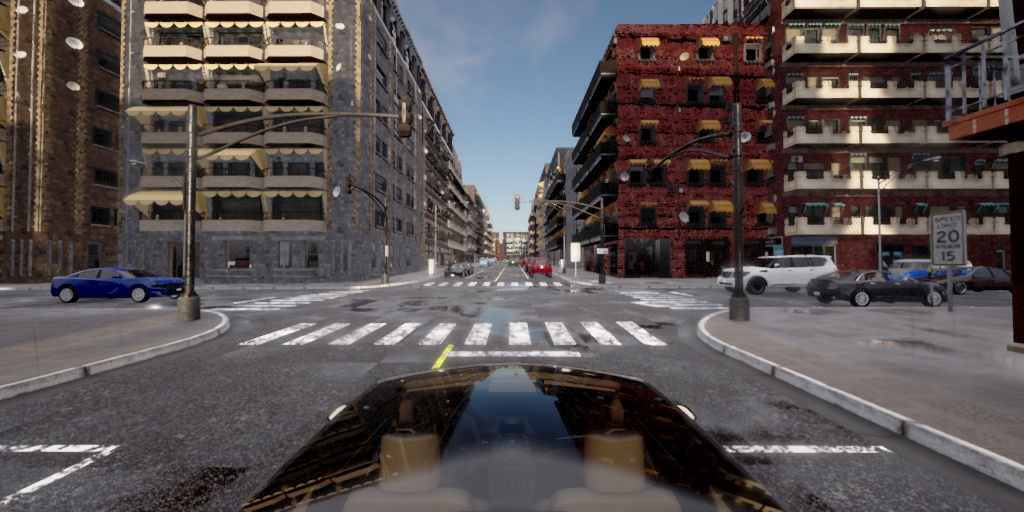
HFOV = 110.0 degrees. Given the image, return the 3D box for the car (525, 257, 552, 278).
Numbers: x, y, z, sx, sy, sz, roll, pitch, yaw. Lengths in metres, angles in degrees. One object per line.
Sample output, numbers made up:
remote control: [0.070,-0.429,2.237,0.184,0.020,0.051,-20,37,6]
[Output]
car: [2.637,1.073,33.928,2.192,1.841,5.009,0,0,0]

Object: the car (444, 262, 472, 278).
car: [-5.244,1.324,33.900,1.948,1.339,4.313,0,0,0]

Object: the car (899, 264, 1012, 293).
car: [24.318,1.269,18.989,5.357,1.411,2.033,0,-1,0]

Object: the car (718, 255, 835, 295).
car: [14.066,0.967,19.046,5.566,2.045,2.150,0,-1,0]

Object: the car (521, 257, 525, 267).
car: [2.661,1.081,45.051,2.192,1.841,5.009,0,0,0]

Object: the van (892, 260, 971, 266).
van: [24.946,1.112,21.438,3.998,1.789,1.690,0,0,0]

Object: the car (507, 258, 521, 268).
car: [0.233,1.171,64.447,2.097,1.767,4.553,0,0,0]

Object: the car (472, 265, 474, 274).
car: [-5.232,1.327,39.461,1.948,1.339,4.313,0,0,0]

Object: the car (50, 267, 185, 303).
car: [-17.582,1.253,16.241,5.008,1.535,1.882,0,-1,0]

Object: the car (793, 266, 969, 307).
car: [13.771,1.184,13.610,4.403,1.370,2.007,0,0,0]
